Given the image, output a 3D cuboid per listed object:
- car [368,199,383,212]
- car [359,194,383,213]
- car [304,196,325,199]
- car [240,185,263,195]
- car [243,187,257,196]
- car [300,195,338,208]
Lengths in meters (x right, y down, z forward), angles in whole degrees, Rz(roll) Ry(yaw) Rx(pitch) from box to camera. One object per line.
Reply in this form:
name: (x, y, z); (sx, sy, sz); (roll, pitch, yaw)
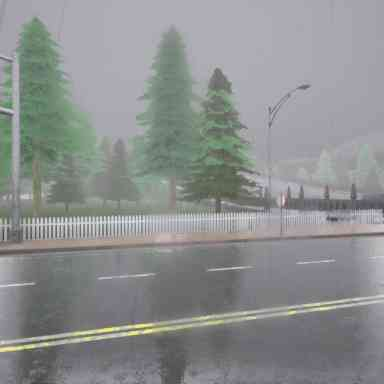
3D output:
car: (22.151, 1.555, 37.049); (1.994, 1.385, 4.181); (0, 0, -20)
car: (19.664, 1.217, 33.584); (2.150, 2.045, 5.566); (0, 0, -20)
car: (15.849, 1.382, 44.349); (1.812, 1.442, 4.674); (0, 2, -19)
car: (11.833, -0.415, 66.686); (2.033, 1.411, 5.357); (0, 7, -19)
car: (10.128, -0.025, 60.802); (2.097, 1.767, 4.553); (0, 6, -19)
car: (18.223, 1.295, 48.098); (2.033, 1.411, 5.357); (0, 3, -21)
